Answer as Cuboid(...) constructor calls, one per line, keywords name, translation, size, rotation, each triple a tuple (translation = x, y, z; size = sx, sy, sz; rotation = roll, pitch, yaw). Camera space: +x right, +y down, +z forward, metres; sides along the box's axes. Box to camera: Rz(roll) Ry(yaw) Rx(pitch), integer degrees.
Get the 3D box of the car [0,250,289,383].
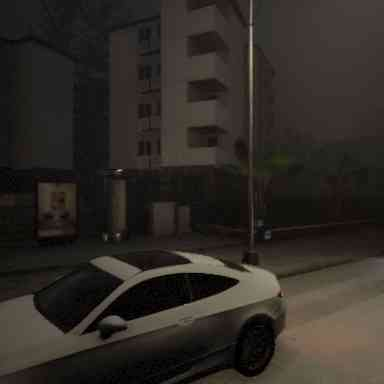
Cuboid(name="car", translation=(-0.777, 1.524, 4.038), size=(4.674, 1.442, 1.812), rotation=(0, 0, -35))
